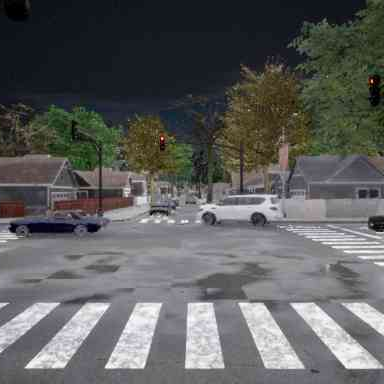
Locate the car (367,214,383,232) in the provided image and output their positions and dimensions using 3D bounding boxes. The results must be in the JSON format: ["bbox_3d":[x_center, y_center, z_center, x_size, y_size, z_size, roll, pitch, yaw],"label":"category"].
[{"bbox_3d":[11.803,1.398,17.251,5.008,1.535,1.882,0,0,0],"label":"car"}]

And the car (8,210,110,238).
[{"bbox_3d":[-6.835,1.627,17.274,4.718,1.301,1.895,0,0,0],"label":"car"}]

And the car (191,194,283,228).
[{"bbox_3d":[3.125,1.201,22.085,5.566,2.045,2.150,-1,1,24],"label":"car"}]

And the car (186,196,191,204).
[{"bbox_3d":[-0.205,1.621,63.447,1.994,1.385,4.181,0,0,0],"label":"car"}]

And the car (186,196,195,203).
[{"bbox_3d":[-0.321,1.574,73.379,1.837,1.490,4.892,0,0,0],"label":"car"}]

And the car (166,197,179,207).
[{"bbox_3d":[-3.032,1.568,53.018,1.812,1.442,4.674,0,0,0],"label":"car"}]

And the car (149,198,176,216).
[{"bbox_3d":[-3.032,1.567,32.879,2.033,1.411,5.357,0,0,0],"label":"car"}]

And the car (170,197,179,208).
[{"bbox_3d":[-3.013,1.594,42.768,1.994,1.385,4.181,0,0,0],"label":"car"}]
